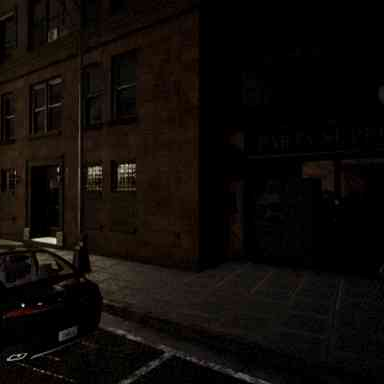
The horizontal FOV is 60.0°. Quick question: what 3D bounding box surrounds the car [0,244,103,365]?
[{"bbox_3d":[-3.335,1.550,5.471,4.403,1.369,2.008,0,0,36],"label":"car"}]
